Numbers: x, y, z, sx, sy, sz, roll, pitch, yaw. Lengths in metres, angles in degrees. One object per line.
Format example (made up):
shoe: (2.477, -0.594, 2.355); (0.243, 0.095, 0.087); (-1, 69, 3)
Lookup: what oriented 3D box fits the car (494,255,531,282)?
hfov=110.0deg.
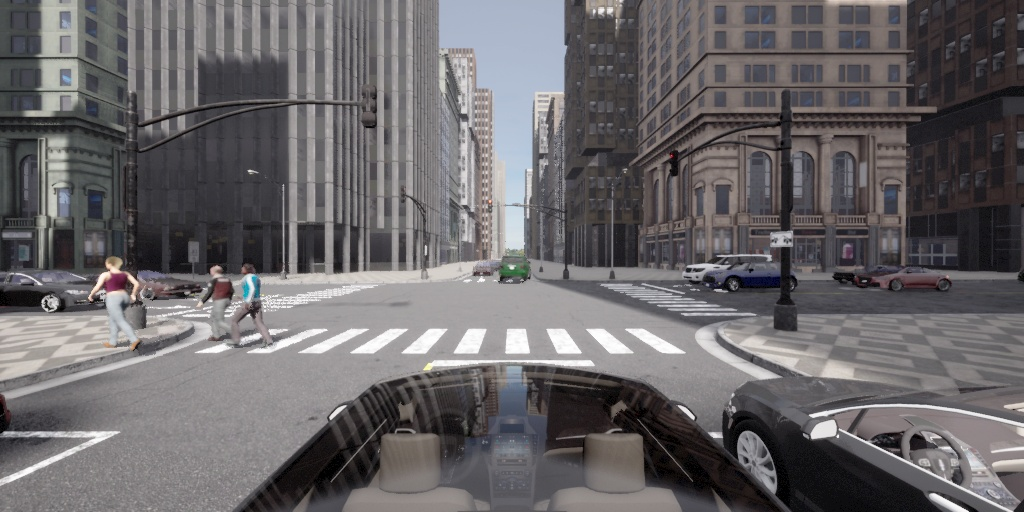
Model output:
car: (0.270, 0.970, 29.039); (2.150, 2.045, 5.566); (1, 0, 6)

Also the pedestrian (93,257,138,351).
pedestrian: (-7.795, 0.891, 7.058); (0.375, 1.860, 0.375); (0, 0, 0)

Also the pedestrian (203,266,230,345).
pedestrian: (-6.705, 1.046, 8.247); (0.375, 1.860, 0.375); (0, 0, 0)

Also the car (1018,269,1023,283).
car: (36.575, 0.977, 23.541); (4.553, 1.767, 2.097); (0, 0, 0)

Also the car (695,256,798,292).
car: (13.354, 1.053, 20.361); (4.553, 1.767, 2.097); (0, 0, 0)

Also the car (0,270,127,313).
car: (-18.012, 1.308, 13.736); (4.902, 1.511, 2.128); (0, 0, 0)

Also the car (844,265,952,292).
car: (21.991, 1.242, 20.345); (4.181, 1.385, 1.994); (0, 0, 0)

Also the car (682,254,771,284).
car: (14.290, 0.907, 23.610); (5.566, 2.045, 2.150); (0, 0, 0)

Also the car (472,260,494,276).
car: (-2.902, 1.298, 36.844); (2.033, 1.411, 5.357); (0, 0, 0)

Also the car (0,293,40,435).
car: (-5.764, 1.190, 1.565); (1.967, 1.591, 4.097); (0, 0, 0)

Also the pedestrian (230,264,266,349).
pedestrian: (-5.626, 1.046, 7.646); (0.375, 1.860, 0.375); (0, 0, 0)

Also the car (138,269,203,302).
car: (-17.930, 1.350, 17.011); (5.357, 1.411, 2.033); (0, 0, 3)

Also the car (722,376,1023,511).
car: (2.762, 1.300, 1.550); (2.007, 1.370, 4.403); (0, 0, 0)

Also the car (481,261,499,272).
car: (-2.859, 1.316, 46.868); (1.994, 1.385, 4.181); (0, 0, 1)

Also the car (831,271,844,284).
car: (24.054, 1.260, 23.581); (4.718, 1.301, 1.895); (0, 0, 0)
